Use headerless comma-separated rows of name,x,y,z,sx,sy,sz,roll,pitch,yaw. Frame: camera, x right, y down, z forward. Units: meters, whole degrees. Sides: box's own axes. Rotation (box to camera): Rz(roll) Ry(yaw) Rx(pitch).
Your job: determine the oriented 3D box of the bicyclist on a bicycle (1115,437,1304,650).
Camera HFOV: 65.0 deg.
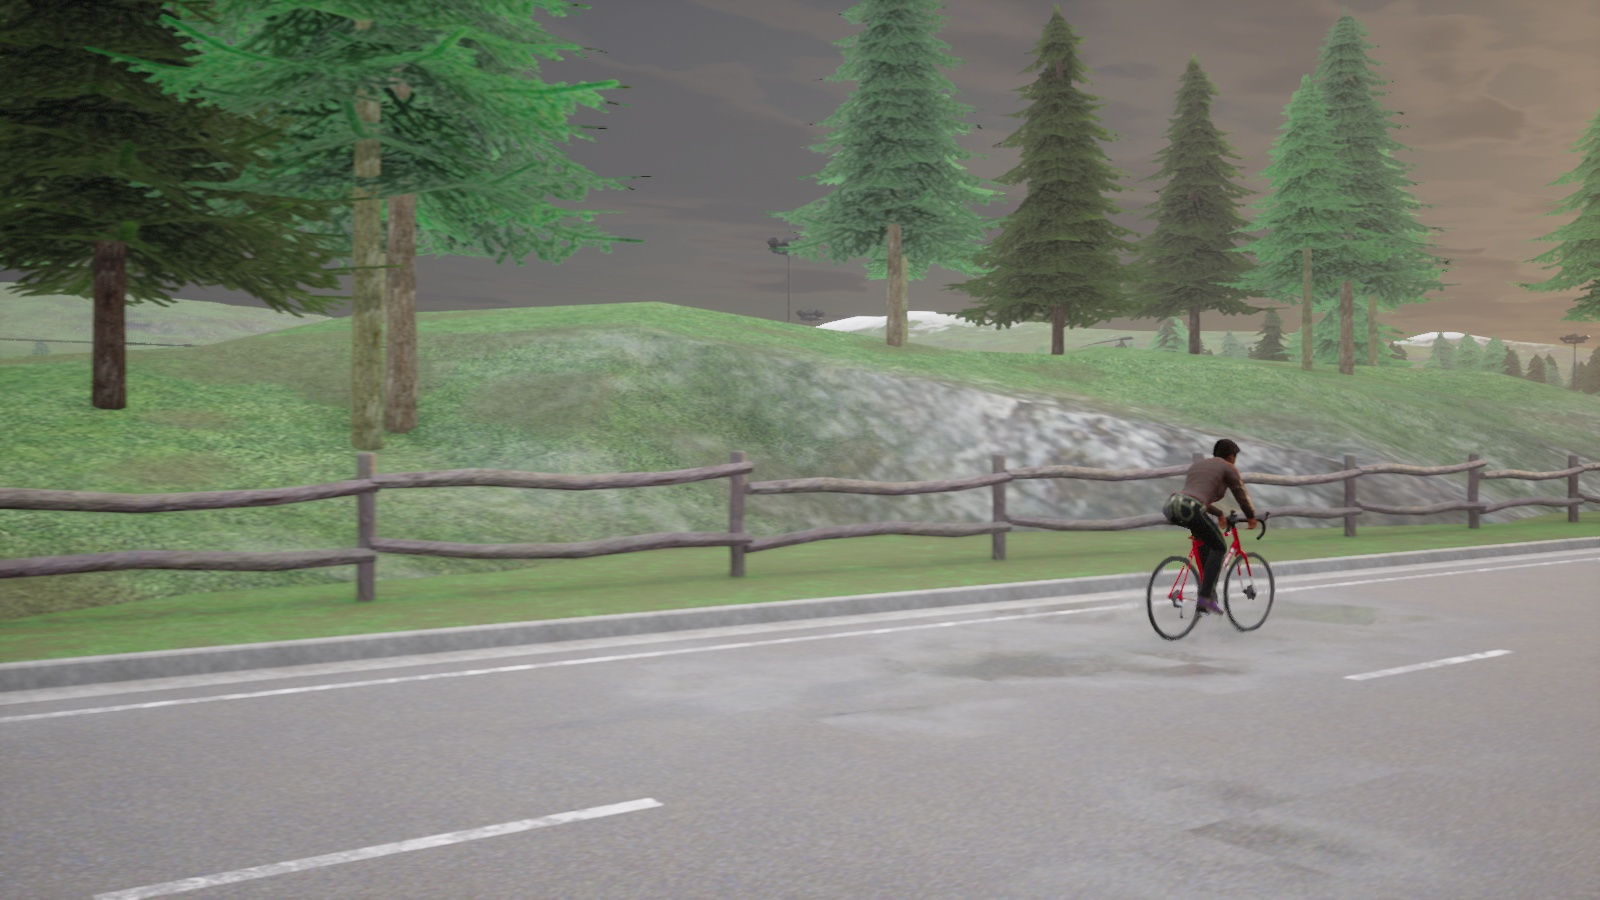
bicyclist on a bicycle,3.367,0.717,10.267,1.656,1.620,0.582,1,-1,-35
